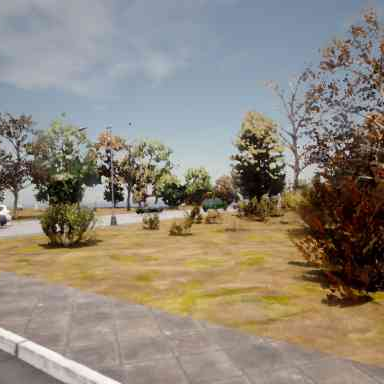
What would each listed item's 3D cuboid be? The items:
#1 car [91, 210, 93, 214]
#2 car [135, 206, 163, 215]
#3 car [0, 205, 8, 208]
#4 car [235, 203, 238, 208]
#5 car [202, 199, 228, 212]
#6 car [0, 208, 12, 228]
[{"bbox_3d":[-12.507,2.252,34.493,2.097,1.767,4.553,-3,-2,32],"label":"car"},{"bbox_3d":[-6.521,2.744,50.598,1.895,1.301,4.718,-3,-2,32],"label":"car"},{"bbox_3d":[-19.443,2.266,30.194,2.150,2.045,5.566,-3,-2,33],"label":"car"},{"bbox_3d":[9.341,2.573,62.392,1.895,1.301,4.718,-3,-2,33],"label":"car"},{"bbox_3d":[3.698,2.098,53.483,2.150,2.045,5.566,-3,-2,32],"label":"car"},{"bbox_3d":[-17.512,2.374,26.808,2.128,1.511,4.902,-3,-2,34],"label":"car"}]
